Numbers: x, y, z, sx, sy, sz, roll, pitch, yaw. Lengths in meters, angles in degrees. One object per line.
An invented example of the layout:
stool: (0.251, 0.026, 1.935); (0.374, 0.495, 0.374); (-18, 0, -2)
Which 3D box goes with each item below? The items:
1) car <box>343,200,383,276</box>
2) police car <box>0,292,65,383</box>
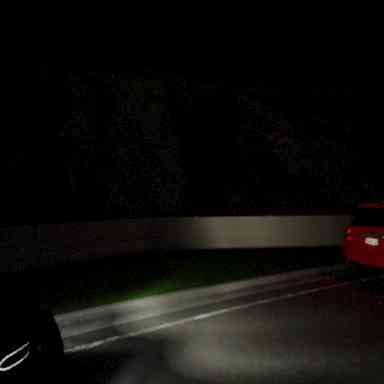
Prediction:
car: (6.593, 1.233, 8.864); (5.566, 2.045, 2.150); (0, 0, -26)
police car: (-3.721, 1.449, 2.394); (5.238, 1.638, 1.930); (0, 0, -39)
